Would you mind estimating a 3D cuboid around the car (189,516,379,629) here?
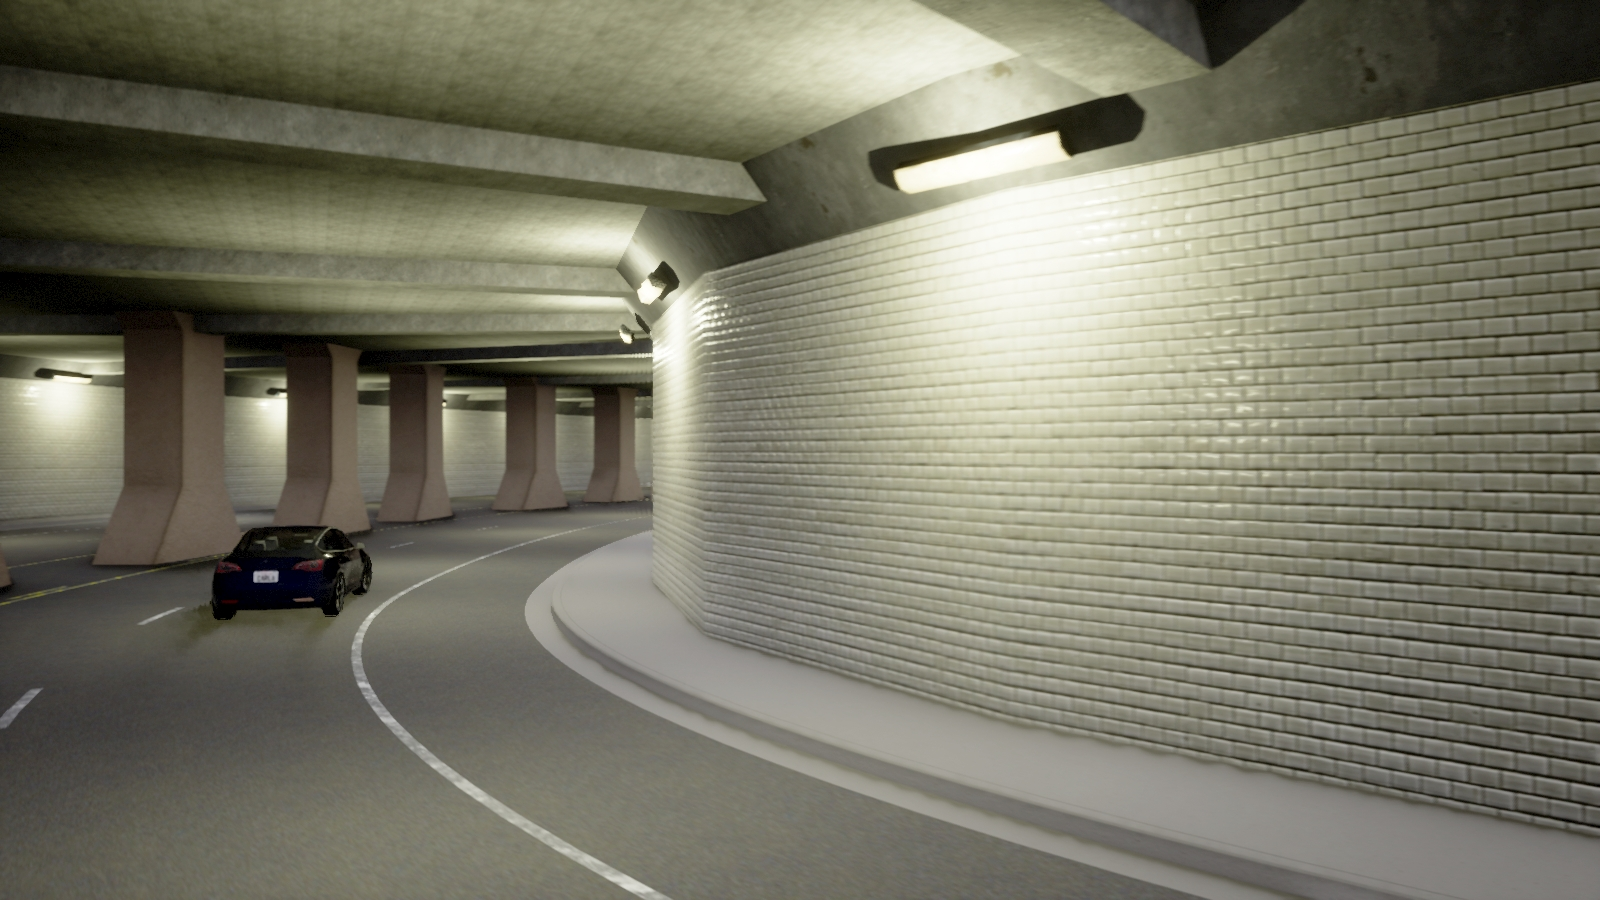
[{"bbox_3d":[-9.059,2.074,20.533,2.163,1.488,4.792,0,0,-12],"label":"car"}]
